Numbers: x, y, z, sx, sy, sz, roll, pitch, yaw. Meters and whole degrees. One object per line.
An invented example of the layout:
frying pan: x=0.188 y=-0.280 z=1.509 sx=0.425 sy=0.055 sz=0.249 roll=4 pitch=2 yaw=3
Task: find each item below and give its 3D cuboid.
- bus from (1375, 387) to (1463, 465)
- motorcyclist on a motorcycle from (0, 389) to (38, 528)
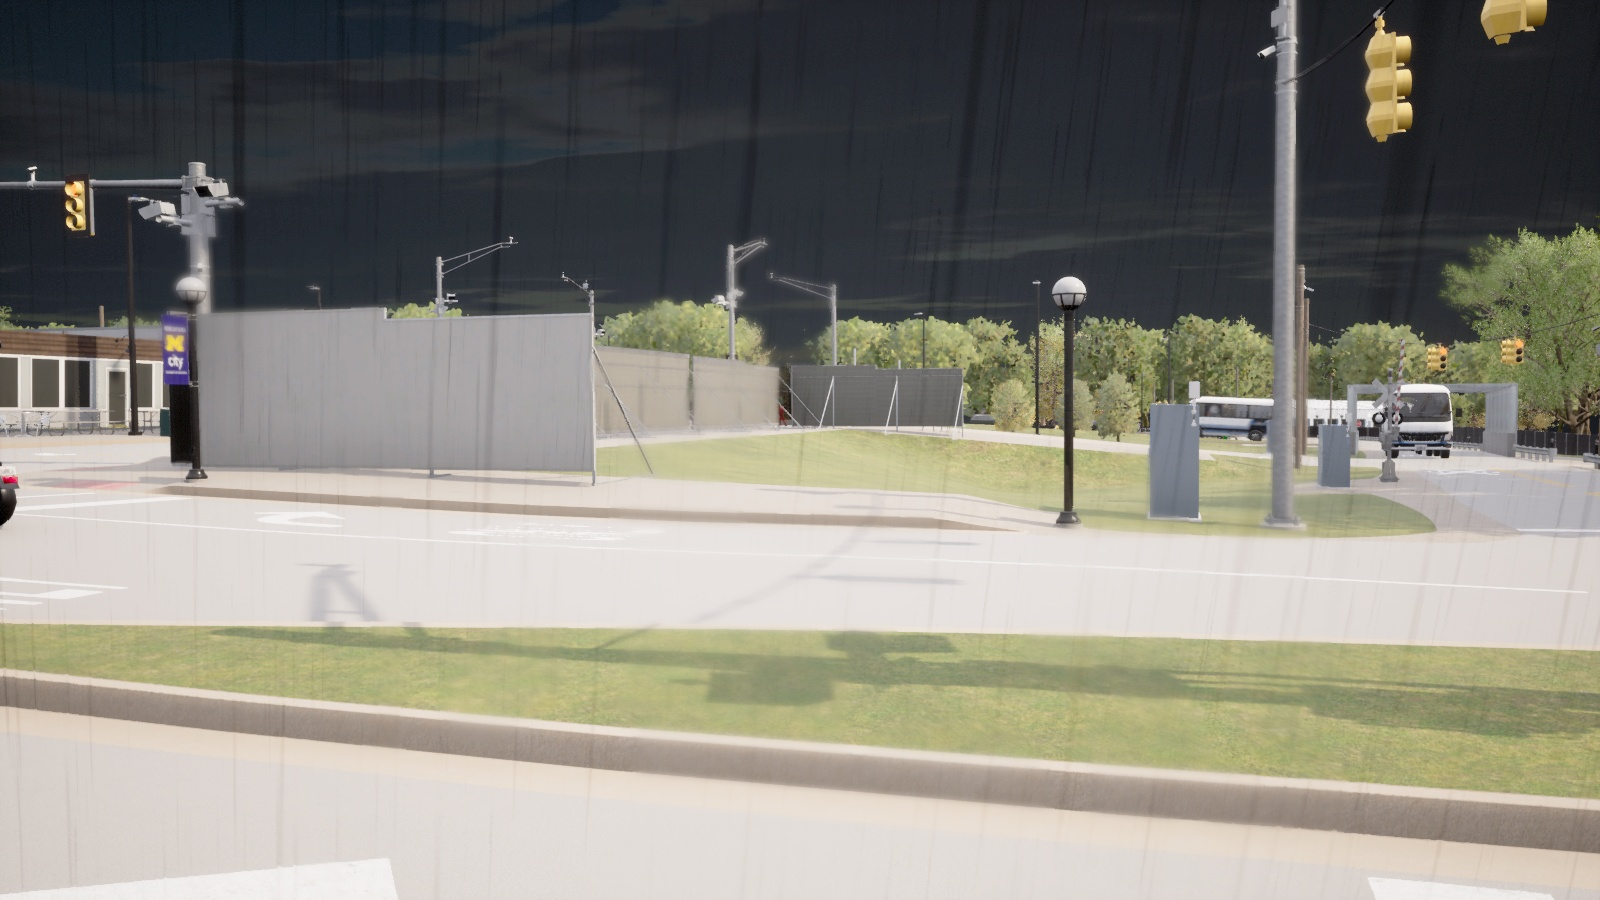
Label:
bus: x=36.212 y=-1.413 z=73.814 sx=3.944 sy=4.253 sz=10.273 roll=1 pitch=1 yaw=23
motorcyclist on a motorcycle: x=-10.608 y=0.053 z=15.368 sx=2.350 sy=1.649 sz=0.766 roll=2 pitch=2 yaw=15
